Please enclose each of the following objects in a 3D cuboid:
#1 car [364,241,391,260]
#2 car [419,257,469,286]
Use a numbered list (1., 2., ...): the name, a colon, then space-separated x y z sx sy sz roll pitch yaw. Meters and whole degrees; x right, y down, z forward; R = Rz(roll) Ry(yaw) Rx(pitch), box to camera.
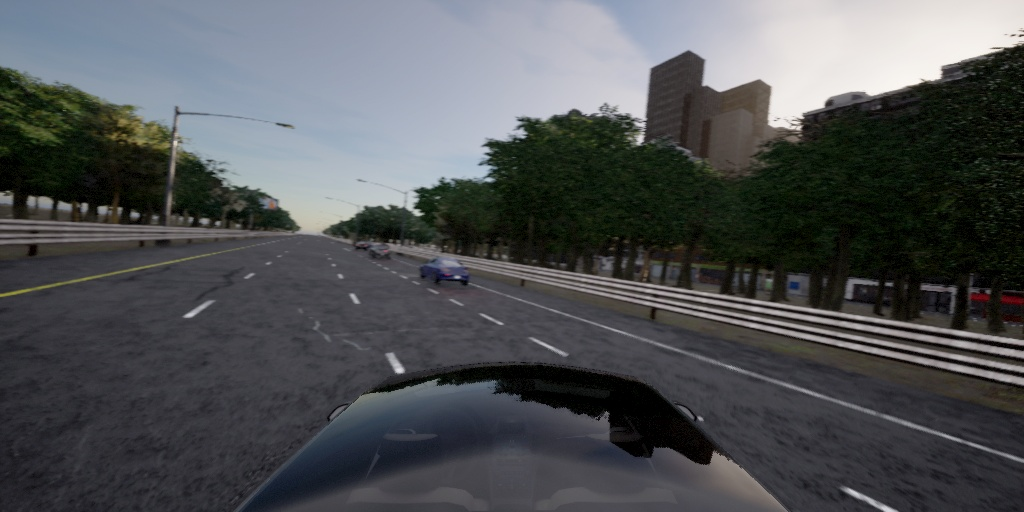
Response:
1. car: -15.010 -0.489 40.596 2.128 1.511 4.902 6 0 -29
2. car: -3.897 0.792 20.457 1.812 1.442 4.674 6 0 -29
